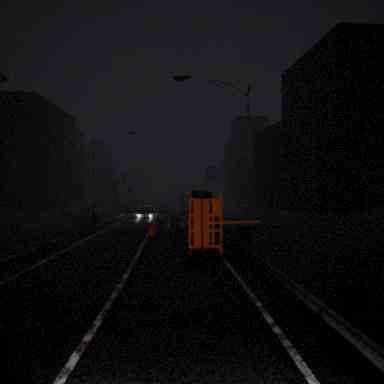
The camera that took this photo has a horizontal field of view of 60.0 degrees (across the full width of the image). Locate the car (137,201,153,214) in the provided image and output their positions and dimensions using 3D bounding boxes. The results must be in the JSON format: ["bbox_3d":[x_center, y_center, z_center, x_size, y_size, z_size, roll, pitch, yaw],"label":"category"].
[{"bbox_3d":[-6.291,1.985,44.682,1.882,1.535,5.008,0,0,-5],"label":"car"}]

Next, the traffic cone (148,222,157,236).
[{"bbox_3d":[-2.241,2.132,18.405,0.340,0.580,0.340,-1,-1,-5],"label":"traffic cone"}]

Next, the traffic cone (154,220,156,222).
[{"bbox_3d":[-2.407,2.177,20.398,0.340,0.580,0.340,0,-2,-5],"label":"traffic cone"}]

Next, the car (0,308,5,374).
[{"bbox_3d":[-3.203,1.348,1.978,2.097,1.767,4.553,0,0,-1],"label":"car"}]

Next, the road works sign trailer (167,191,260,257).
[{"bbox_3d":[0.820,1.128,13.286,2.880,2.380,3.560,0,-1,-13],"label":"road works sign trailer"}]
